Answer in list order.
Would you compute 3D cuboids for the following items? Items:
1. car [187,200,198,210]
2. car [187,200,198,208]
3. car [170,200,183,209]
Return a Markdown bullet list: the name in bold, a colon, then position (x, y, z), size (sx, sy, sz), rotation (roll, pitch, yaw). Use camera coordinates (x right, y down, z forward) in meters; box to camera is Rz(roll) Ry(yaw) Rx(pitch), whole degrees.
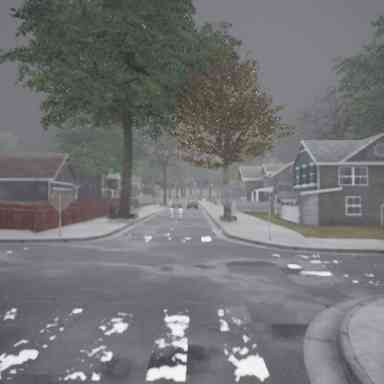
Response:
- **car**: position (0.059, 2.118, 54.544), size (1.837, 1.490, 4.892), rotation (0, -1, 0)
- **car**: position (0.071, 2.276, 64.966), size (2.033, 1.411, 5.357), rotation (0, -1, 0)
- **car**: position (-2.686, 2.169, 59.137), size (1.837, 1.490, 4.892), rotation (0, -1, 0)
